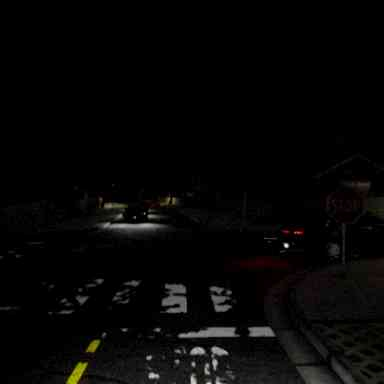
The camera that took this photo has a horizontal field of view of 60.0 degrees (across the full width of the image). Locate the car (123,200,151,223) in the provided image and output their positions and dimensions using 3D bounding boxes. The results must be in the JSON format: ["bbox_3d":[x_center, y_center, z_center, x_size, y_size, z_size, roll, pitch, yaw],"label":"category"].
[{"bbox_3d":[-4.496,1.608,26.911,1.812,1.442,4.674,0,0,-7],"label":"car"}]

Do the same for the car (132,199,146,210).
[{"bbox_3d":[-7.635,1.696,47.517,1.837,1.490,4.892,0,-1,-11],"label":"car"}]

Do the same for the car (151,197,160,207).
[{"bbox_3d":[-6.815,1.620,57.503,2.097,1.767,4.553,0,-1,-14],"label":"car"}]

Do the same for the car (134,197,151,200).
[{"bbox_3d":[-5.852,1.609,37.226,1.882,1.535,5.008,0,0,-9],"label":"car"}]

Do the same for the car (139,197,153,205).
[{"bbox_3d":[-9.311,1.880,67.310,2.128,1.511,4.902,0,-1,-16],"label":"car"}]

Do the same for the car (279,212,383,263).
[{"bbox_3d":[5.393,1.395,11.402,4.892,1.490,1.837,-2,-3,-15],"label":"car"}]
